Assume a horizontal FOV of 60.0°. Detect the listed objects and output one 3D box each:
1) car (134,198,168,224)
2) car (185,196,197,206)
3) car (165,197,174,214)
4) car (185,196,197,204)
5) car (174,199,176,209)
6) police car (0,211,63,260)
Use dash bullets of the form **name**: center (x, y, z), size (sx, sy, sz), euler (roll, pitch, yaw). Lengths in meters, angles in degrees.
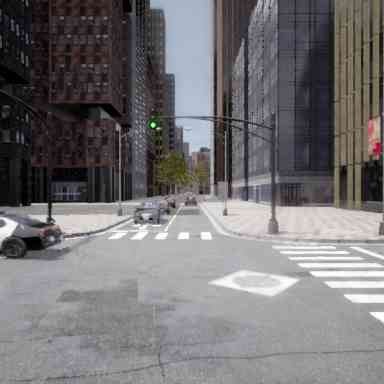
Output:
- **car**: center (-3.169, 1.489, 25.045), size (2.128, 1.511, 4.902), euler (0, 0, -1)
- **car**: center (-0.180, 1.521, 55.111), size (1.812, 1.442, 4.674), euler (0, 0, 0)
- **car**: center (-3.196, 1.522, 34.876), size (1.812, 1.442, 4.674), euler (0, 0, 0)
- **car**: center (-0.218, 1.488, 65.116), size (2.128, 1.511, 4.902), euler (0, 0, 0)
- **car**: center (-3.232, 1.474, 46.204), size (1.882, 1.535, 5.008), euler (0, 1, 0)
- **police car**: center (-7.401, 1.495, 11.916), size (4.974, 1.542, 2.038), euler (0, 0, 0)
